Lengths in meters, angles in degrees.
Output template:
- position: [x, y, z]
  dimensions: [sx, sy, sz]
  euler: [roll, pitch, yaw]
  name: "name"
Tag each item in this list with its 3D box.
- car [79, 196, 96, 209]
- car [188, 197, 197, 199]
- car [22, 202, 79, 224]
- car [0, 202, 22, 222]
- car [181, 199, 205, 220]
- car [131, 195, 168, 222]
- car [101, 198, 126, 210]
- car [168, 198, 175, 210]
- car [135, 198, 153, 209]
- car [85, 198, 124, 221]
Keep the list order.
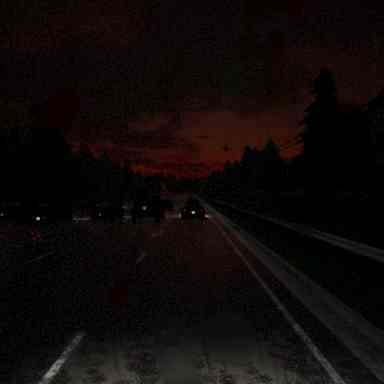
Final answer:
- position: [-13.898, 1.416, 45.641]
  dimensions: [2.097, 1.767, 4.553]
  euler: [0, 0, 0]
  name: "car"
- position: [0.106, 1.553, 52.275]
  dimensions: [1.882, 1.535, 5.008]
  euler: [0, 0, 0]
  name: "car"
- position: [-10.397, 1.541, 24.905]
  dimensions: [1.837, 1.490, 4.892]
  euler: [0, 0, 0]
  name: "car"
- position: [-13.897, 1.515, 26.895]
  dimensions: [1.882, 1.535, 5.008]
  euler: [0, 0, 0]
  name: "car"
- position: [0.103, 1.605, 28.539]
  dimensions: [1.994, 1.385, 4.181]
  euler: [0, 0, 0]
  name: "car"
- position: [-3.490, 1.263, 27.126]
  dimensions: [2.150, 2.045, 5.566]
  euler: [0, 0, 0]
  name: "car"
- position: [-10.398, 1.556, 44.226]
  dimensions: [2.128, 1.511, 4.902]
  euler: [0, 0, 0]
  name: "car"
- position: [-3.432, 1.570, 43.808]
  dimensions: [1.837, 1.490, 4.892]
  euler: [0, 1, 0]
  name: "car"
- position: [-6.895, 1.594, 48.116]
  dimensions: [1.812, 1.442, 4.674]
  euler: [0, 0, 0]
  name: "car"
- position: [-6.896, 1.516, 27.350]
  dimensions: [1.882, 1.535, 5.008]
  euler: [0, 0, 0]
  name: "car"
